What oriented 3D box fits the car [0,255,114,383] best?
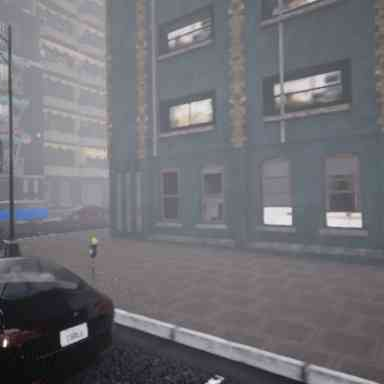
[{"bbox_3d":[-2.982,1.619,4.856,4.313,1.339,1.947,-1,-1,35],"label":"car"}]

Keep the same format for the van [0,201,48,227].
[{"bbox_3d":[-12.820,1.546,24.778,1.690,1.788,3.998,-1,0,35],"label":"van"}]

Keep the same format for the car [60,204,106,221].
[{"bbox_3d":[-9.567,1.752,29.387,1.802,1.307,4.206,-1,0,35],"label":"car"}]
